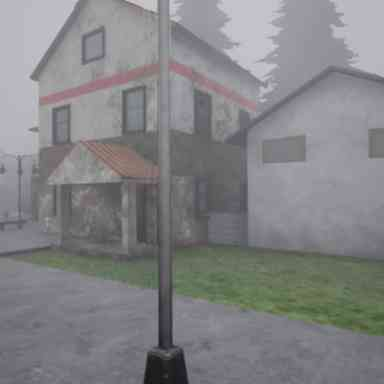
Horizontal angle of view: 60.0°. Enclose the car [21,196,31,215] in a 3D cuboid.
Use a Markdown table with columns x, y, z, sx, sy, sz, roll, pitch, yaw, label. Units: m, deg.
| x | y | z | sx | sy | sz | roll | pitch | yaw | label |
| --- | --- | --- | --- | --- | --- | --- | --- | --- | --- |
| -16.696 | 1.498 | 38.132 | 2.150 | 2.045 | 5.566 | -1 | 0 | 34 | car |
